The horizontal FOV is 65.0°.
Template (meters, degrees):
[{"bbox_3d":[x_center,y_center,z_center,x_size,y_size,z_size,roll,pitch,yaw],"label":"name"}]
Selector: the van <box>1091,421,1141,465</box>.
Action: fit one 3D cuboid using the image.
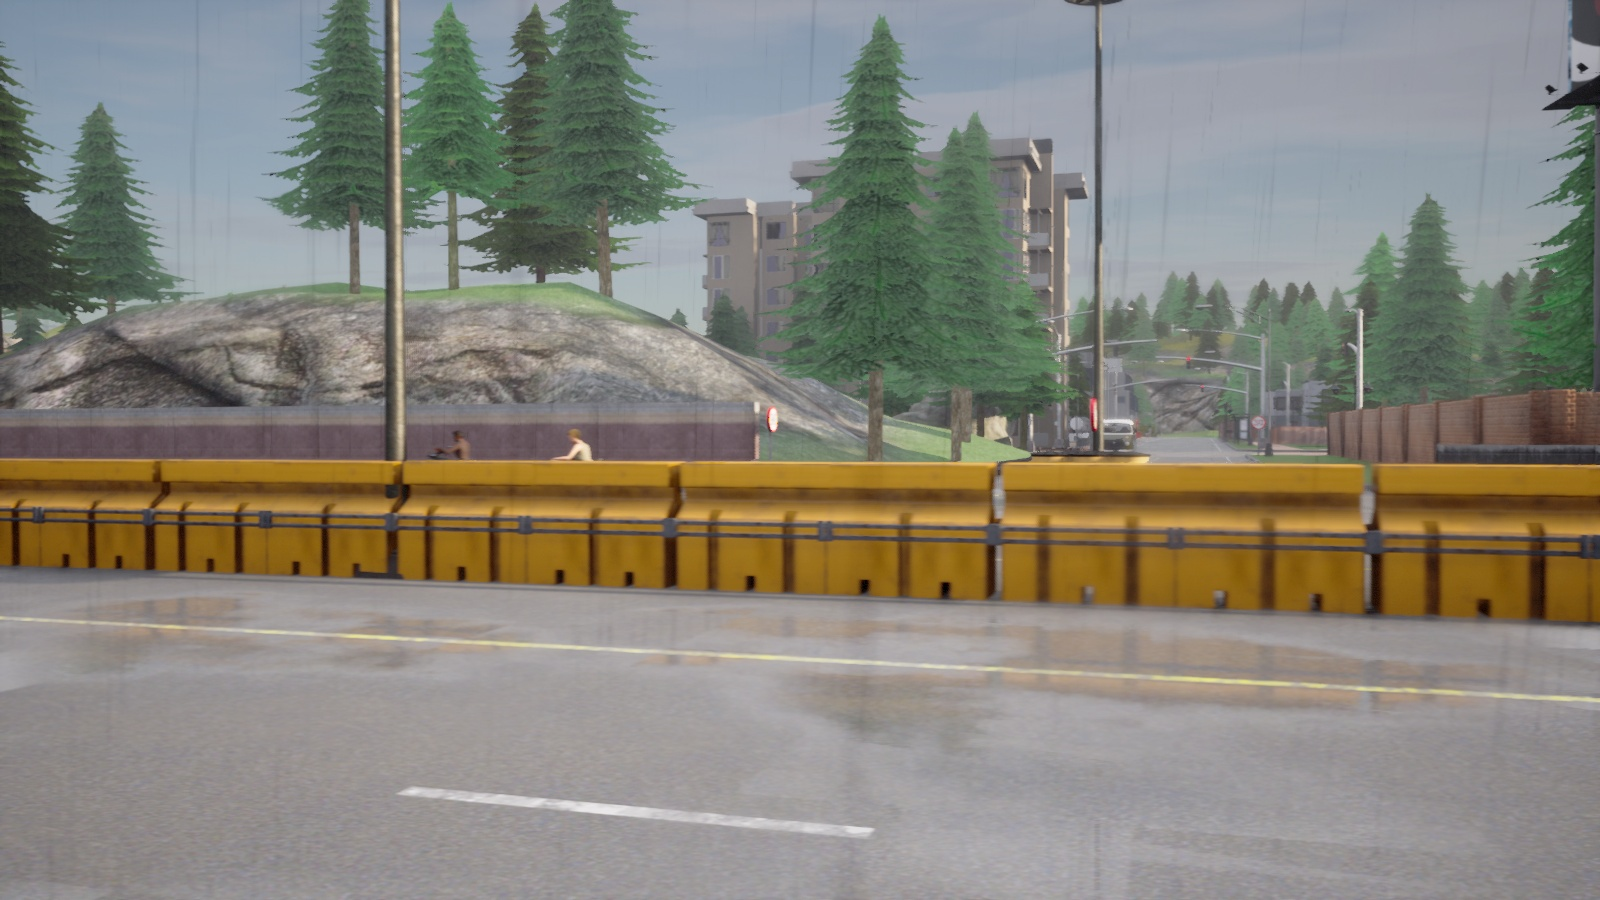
[{"bbox_3d":[15.531,-0.371,61.523,2.069,2.038,4.480,1,1,18],"label":"van"}]
